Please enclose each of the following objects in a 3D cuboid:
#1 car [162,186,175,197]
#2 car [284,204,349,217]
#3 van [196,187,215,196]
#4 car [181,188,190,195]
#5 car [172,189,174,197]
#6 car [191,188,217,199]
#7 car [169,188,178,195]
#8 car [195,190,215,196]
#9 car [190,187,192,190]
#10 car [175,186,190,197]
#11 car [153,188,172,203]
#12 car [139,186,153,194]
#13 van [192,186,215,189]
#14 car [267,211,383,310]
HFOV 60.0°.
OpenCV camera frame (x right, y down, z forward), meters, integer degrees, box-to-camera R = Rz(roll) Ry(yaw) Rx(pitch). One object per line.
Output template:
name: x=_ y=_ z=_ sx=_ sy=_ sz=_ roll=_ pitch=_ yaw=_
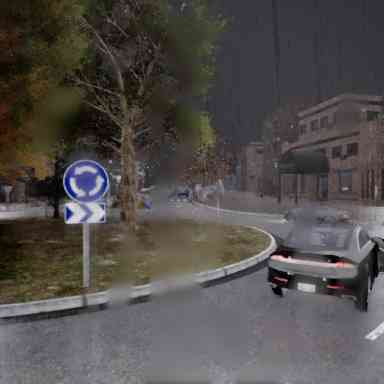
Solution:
car: x=-4.931 y=0.184 z=72.933 sx=2.097 sy=1.767 sz=4.553 roll=0 pitch=2 yaw=2
car: x=8.466 y=1.479 z=22.749 sx=1.994 sy=1.385 sz=4.181 roll=0 pitch=1 yaw=-42
van: x=3.199 y=-0.099 z=79.547 sx=4.442 sy=1.987 sz=1.878 roll=0 pitch=2 yaw=3
car: x=-1.538 y=-0.125 z=83.072 sx=1.837 sy=1.490 sz=4.892 roll=0 pitch=2 yaw=4
car: x=-4.991 y=0.672 z=62.997 sx=1.994 sy=1.385 sz=4.181 roll=0 pitch=2 yaw=1
car: x=2.707 y=0.605 z=63.258 sx=4.892 sy=1.521 sz=2.231 roll=0 pitch=2 yaw=1
car: x=-4.560 y=-0.140 z=82.815 sx=1.837 sy=1.490 sz=4.892 roll=0 pitch=2 yaw=4
car: x=2.968 y=0.251 z=76.851 sx=4.674 sy=1.452 sz=2.002 roll=0 pitch=2 yaw=2
car: x=2.864 y=0.121 z=71.503 sx=5.566 sy=2.045 sz=2.435 roll=0 pitch=2 yaw=1
car: x=-1.932 y=0.060 z=72.745 sx=2.150 sy=2.045 sz=5.566 roll=0 pitch=2 yaw=2
car: x=-4.622 y=0.722 z=52.944 sx=2.097 sy=1.767 sz=4.553 roll=0 pitch=1 yaw=-4
car: x=-12.875 y=-0.243 z=90.219 sx=2.097 sy=1.535 sz=5.008 roll=0 pitch=2 yaw=5
van: x=2.682 y=0.224 z=68.762 sx=4.442 sy=1.987 sz=1.878 roll=0 pitch=2 yaw=1
car: x=3.325 y=1.469 z=7.942 sx=2.128 sy=1.511 sz=4.902 roll=0 pitch=0 yaw=32
